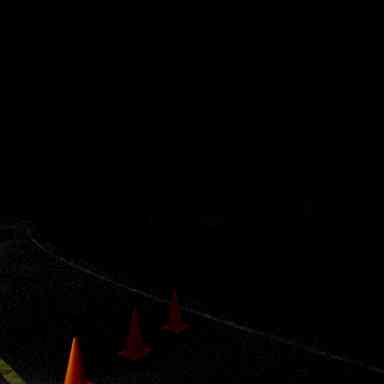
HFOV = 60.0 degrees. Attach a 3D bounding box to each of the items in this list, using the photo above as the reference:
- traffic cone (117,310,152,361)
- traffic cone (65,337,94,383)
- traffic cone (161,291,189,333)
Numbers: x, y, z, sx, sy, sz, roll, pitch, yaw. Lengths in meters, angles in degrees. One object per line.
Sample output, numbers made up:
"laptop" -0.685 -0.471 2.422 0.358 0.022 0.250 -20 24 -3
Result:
"traffic cone" -0.795 1.938 4.610 0.340 0.580 0.340 1 1 31
"traffic cone" -1.313 1.945 3.759 0.340 0.580 0.340 1 1 31
"traffic cone" -0.277 1.931 5.460 0.340 0.580 0.340 1 1 31
